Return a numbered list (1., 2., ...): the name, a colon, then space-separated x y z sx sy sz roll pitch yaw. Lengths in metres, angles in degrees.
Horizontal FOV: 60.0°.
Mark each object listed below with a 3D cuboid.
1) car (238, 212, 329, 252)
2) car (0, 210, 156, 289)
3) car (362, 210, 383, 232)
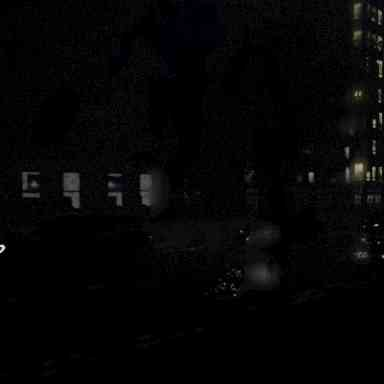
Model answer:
1. car: 4.134 1.626 14.596 4.674 1.442 1.812 1 0 -35
2. car: -3.358 1.365 9.270 4.553 1.767 2.097 1 0 -35
3. car: 12.290 1.757 20.354 4.181 1.385 1.994 1 0 -35
